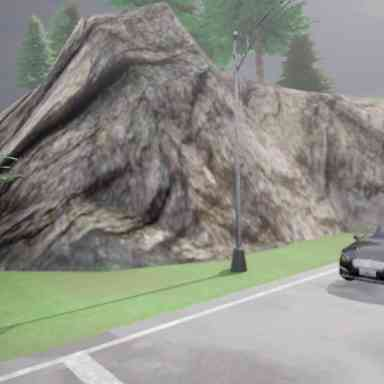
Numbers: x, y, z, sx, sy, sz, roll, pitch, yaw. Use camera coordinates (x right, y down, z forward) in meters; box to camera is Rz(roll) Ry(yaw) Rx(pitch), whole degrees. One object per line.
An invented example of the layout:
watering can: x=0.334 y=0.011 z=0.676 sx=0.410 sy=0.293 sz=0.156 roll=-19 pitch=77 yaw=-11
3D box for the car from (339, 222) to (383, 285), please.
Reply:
car: x=5.903 y=1.604 z=9.327 sx=4.902 sy=1.511 sz=2.128 roll=0 pitch=-2 yaw=-41
